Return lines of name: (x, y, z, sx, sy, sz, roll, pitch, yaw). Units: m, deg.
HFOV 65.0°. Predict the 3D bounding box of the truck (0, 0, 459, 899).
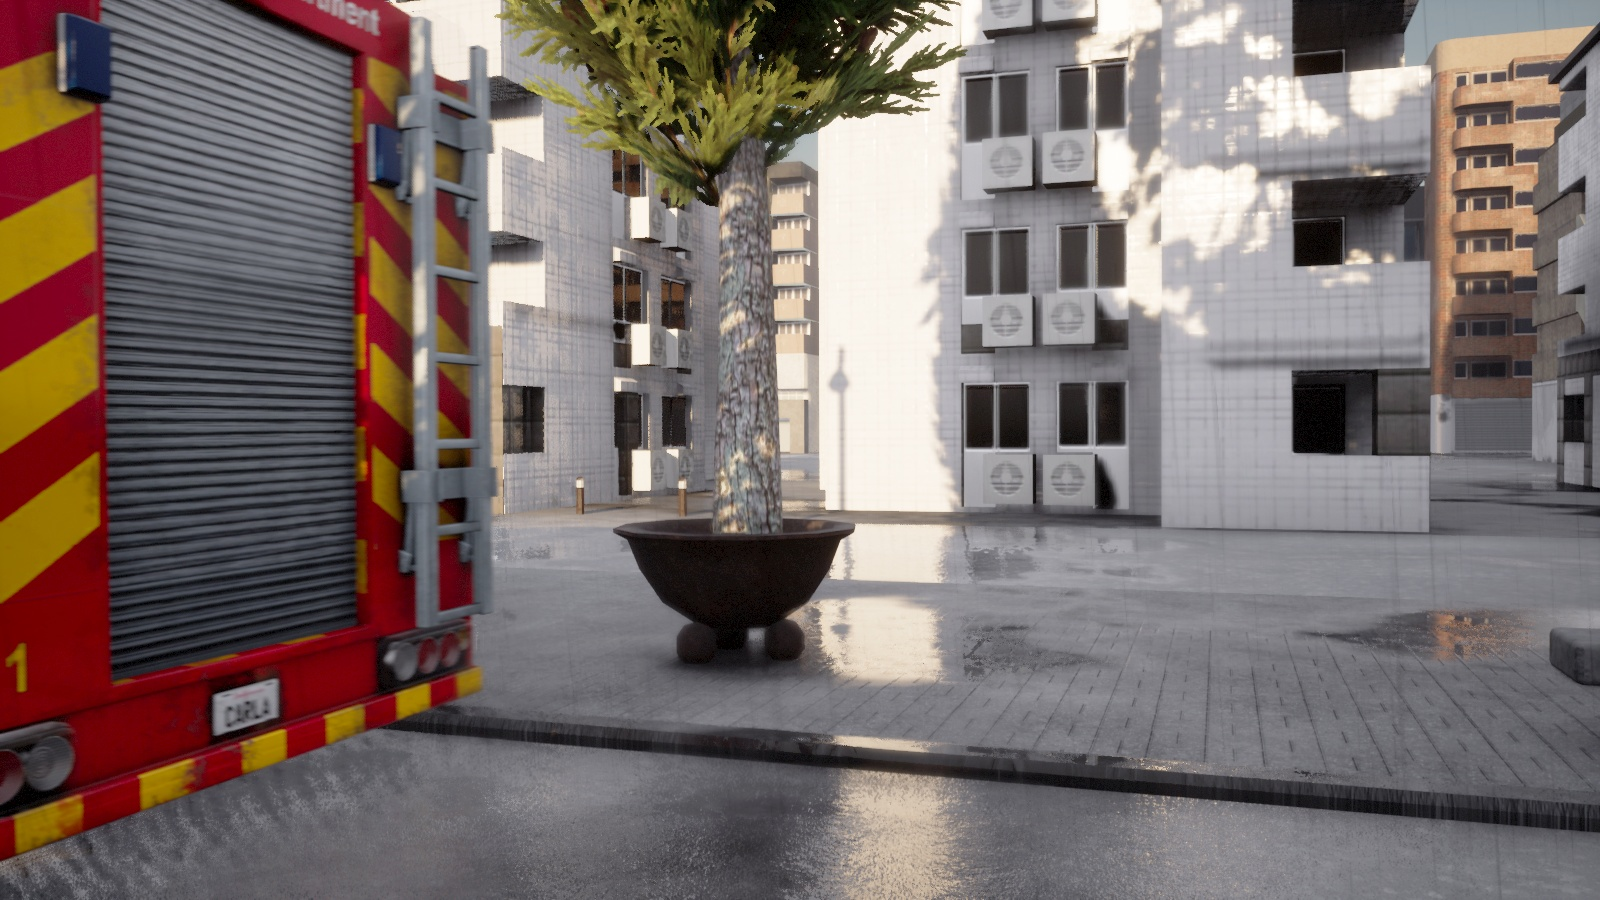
truck: (-6.038, -0.449, 5.735, 8.468, 3.827, 2.891, 0, 1, 19)
